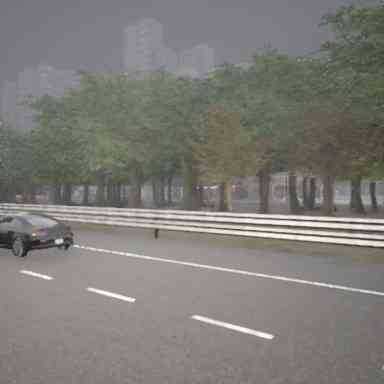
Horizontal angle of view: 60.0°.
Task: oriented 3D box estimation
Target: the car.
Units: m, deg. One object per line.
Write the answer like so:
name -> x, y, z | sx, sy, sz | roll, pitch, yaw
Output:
car -> -6.444, 1.535, 12.776 | 4.674, 1.442, 1.812 | 0, 0, 36
